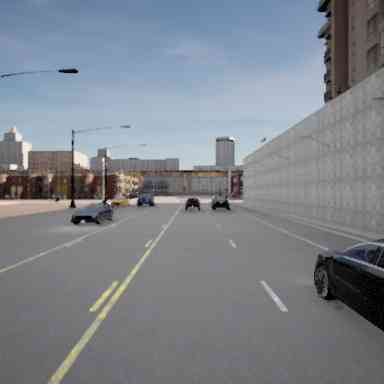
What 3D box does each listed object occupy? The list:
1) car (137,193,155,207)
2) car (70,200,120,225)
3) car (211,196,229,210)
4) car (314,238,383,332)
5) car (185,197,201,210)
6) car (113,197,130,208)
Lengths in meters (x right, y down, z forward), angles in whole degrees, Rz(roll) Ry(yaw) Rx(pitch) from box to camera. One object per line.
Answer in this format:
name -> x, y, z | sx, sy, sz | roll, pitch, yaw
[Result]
car -> -7.004, 1.193, 50.992 | 2.150, 2.045, 5.566 | 0, 0, 0
car -> -7.016, 1.532, 24.099 | 2.033, 1.411, 5.357 | 0, 0, 0
car -> 3.590, 1.324, 42.909 | 2.097, 1.767, 4.553 | 0, 0, 0
car -> 3.605, 1.489, 5.441 | 2.128, 1.511, 4.902 | 0, 0, 0
car -> 0.092, 1.476, 43.368 | 1.837, 1.490, 4.892 | 0, 0, 0
car -> -10.521, 1.445, 49.079 | 1.882, 1.535, 5.008 | 0, 0, 0
